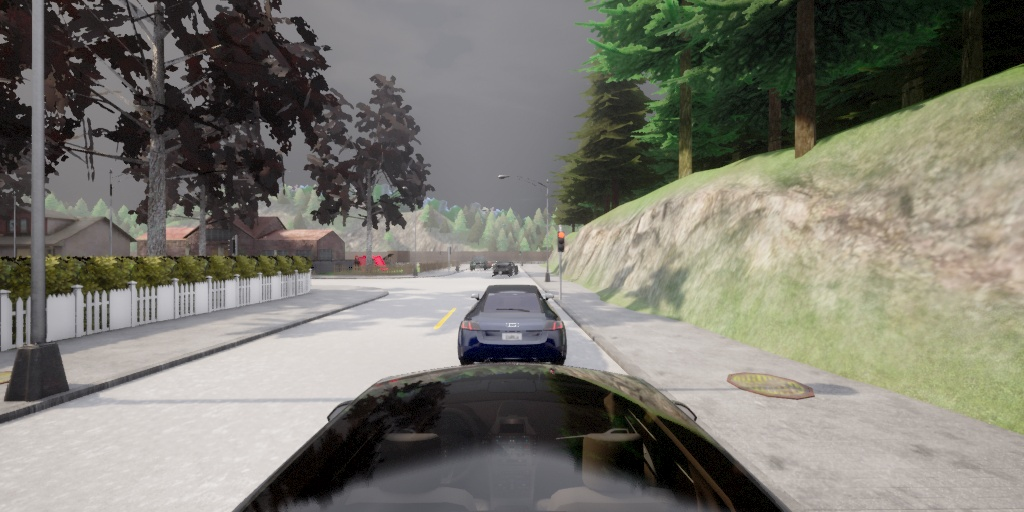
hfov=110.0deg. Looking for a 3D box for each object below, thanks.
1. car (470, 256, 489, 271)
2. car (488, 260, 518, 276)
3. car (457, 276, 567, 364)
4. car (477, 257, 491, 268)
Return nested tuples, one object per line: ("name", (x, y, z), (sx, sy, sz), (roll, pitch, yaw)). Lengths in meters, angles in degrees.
("car", (-4.513, 0.972, 49.473), (2.150, 2.045, 5.566), (0, 0, 0))
("car", (-0.606, 1.255, 35.254), (1.837, 1.490, 4.892), (2, 0, 11))
("car", (0.008, 1.314, 7.986), (1.994, 1.385, 4.181), (0, 0, 0))
("car", (-4.579, 1.102, 59.301), (2.097, 1.767, 4.553), (0, 0, 0))
